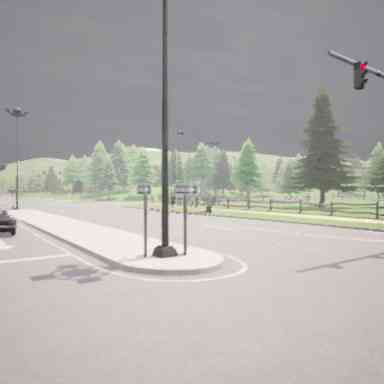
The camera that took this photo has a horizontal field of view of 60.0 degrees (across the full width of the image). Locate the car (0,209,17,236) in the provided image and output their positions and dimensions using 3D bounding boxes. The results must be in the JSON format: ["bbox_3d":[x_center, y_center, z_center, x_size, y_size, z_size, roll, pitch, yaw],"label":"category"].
[{"bbox_3d":[-10.714,1.600,17.936,1.895,1.301,4.718,0,0,-35],"label":"car"}]
